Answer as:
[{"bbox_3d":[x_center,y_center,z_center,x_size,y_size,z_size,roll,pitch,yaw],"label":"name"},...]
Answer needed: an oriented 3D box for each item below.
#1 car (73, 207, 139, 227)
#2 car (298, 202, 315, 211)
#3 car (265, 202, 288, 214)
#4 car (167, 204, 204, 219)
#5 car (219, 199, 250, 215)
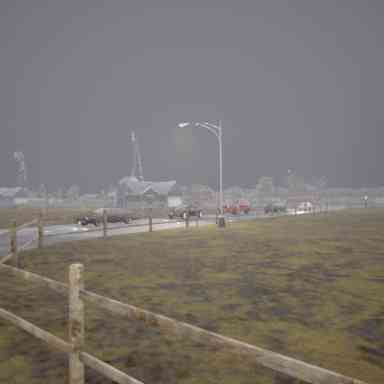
[{"bbox_3d":[-6.614,1.883,26.293,2.033,1.411,5.357,-2,-2,36],"label":"car"},{"bbox_3d":[19.451,2.455,56.335,1.812,1.442,4.674,-2,-2,36],"label":"car"},{"bbox_3d":[11.597,2.187,45.371,1.837,1.490,4.892,-2,-2,36],"label":"car"},{"bbox_3d":[-0.589,2.012,34.705,1.837,1.490,4.892,-2,-2,36],"label":"car"},{"bbox_3d":[5.608,1.911,43.363,2.150,2.045,5.566,-2,-2,36],"label":"car"}]
